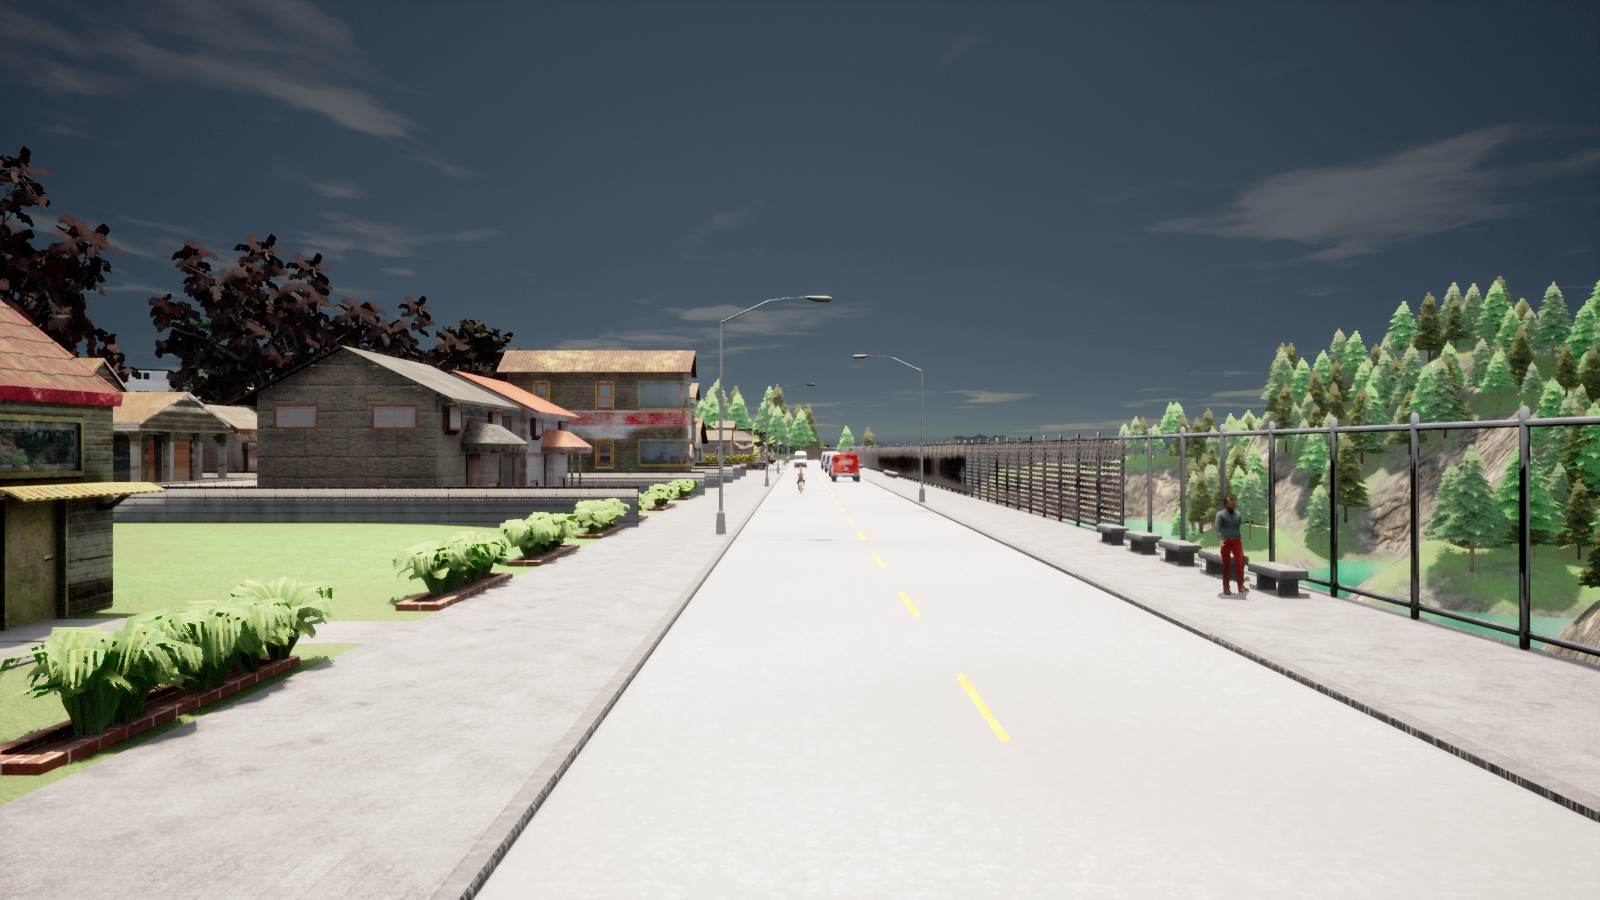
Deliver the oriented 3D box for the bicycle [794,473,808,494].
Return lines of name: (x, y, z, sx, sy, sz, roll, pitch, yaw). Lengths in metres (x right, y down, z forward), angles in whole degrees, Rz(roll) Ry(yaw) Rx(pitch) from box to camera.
bicycle: (0.054, 2.158, 73.190, 0.859, 1.276, 1.487, 0, 0, 0)

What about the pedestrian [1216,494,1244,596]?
pedestrian: (7.908, 1.743, 21.035, 0.375, 1.860, 0.375, 0, 0, 0)
